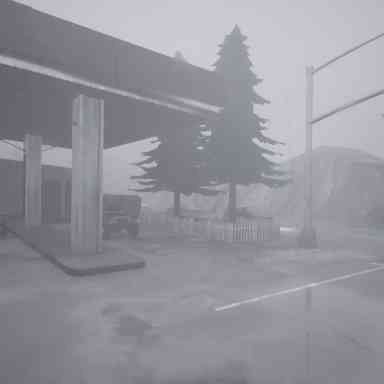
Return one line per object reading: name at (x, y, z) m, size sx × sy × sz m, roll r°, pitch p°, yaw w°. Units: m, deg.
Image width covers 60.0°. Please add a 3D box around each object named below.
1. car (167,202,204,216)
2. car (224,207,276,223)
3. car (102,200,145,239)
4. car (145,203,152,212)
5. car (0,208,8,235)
car at (-0.712, 1.722, 31.878) m, size 1.812 × 1.442 × 4.674 m, roll 1°, pitch 0°, yaw -35°
car at (4.207, 1.818, 24.881) m, size 1.994 × 1.385 × 4.181 m, roll 1°, pitch 0°, yaw -35°
car at (-4.508, 1.446, 18.283) m, size 1.905 × 1.878 × 3.866 m, roll 1°, pitch 0°, yaw -36°
car at (-6.580, 1.654, 40.204) m, size 1.812 × 1.442 × 4.674 m, roll 1°, pitch 0°, yaw -35°
car at (-11.639, 1.520, 18.489) m, size 2.242 × 1.667 × 4.611 m, roll 1°, pitch 0°, yaw -36°
